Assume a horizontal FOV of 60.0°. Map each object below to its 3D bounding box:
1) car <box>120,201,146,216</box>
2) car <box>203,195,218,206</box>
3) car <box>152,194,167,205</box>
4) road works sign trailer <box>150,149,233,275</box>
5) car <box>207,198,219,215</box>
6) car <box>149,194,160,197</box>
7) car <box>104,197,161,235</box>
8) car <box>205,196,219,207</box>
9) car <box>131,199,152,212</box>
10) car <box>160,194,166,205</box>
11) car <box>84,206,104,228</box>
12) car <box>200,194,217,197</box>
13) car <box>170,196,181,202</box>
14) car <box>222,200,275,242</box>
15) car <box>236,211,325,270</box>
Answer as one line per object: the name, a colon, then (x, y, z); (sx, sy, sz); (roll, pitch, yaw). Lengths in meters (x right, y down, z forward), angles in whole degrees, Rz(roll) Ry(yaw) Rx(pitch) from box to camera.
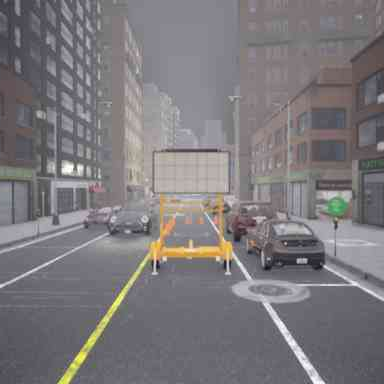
car: (-5.733, 1.561, 32.765); (1.802, 1.307, 4.206); (-1, 0, 0)
car: (2.764, 1.526, 49.311); (1.947, 1.339, 4.313); (-1, 0, 0)
car: (-5.784, 1.259, 60.304); (2.192, 1.841, 5.009); (-1, 0, 0)
road works sign trailer: (-0.019, 0.459, 10.443); (2.380, 3.560, 2.880); (0, 0, 0)
car: (2.792, 1.545, 32.793); (1.947, 1.339, 4.313); (-1, 0, 0)
car: (-5.753, 1.407, 43.780); (1.967, 1.590, 4.097); (-1, 0, 0)
car: (-3.134, 1.342, 18.457); (2.097, 1.767, 4.553); (0, 0, 0)
car: (2.782, 1.499, 38.469); (1.752, 1.417, 4.829); (-1, 0, 0)
car: (-5.742, 1.555, 38.273); (1.802, 1.307, 4.206); (-1, 0, 0)
car: (-5.774, 1.268, 54.796); (2.192, 1.841, 5.009); (-1, 0, 0)
car: (-5.713, 1.570, 21.749); (1.802, 1.307, 4.206); (-1, 0, 0)
car: (2.754, 1.519, 54.818); (1.947, 1.339, 4.313); (-1, 0, 0)
car: (-3.116, 1.426, 64.373); (1.882, 1.535, 5.008); (0, 0, 0)
car: (2.819, 1.306, 16.274); (2.192, 1.841, 5.009); (-1, 0, 0)
car: (2.831, 1.545, 10.767); (2.008, 1.369, 4.403); (-1, 0, 0)
